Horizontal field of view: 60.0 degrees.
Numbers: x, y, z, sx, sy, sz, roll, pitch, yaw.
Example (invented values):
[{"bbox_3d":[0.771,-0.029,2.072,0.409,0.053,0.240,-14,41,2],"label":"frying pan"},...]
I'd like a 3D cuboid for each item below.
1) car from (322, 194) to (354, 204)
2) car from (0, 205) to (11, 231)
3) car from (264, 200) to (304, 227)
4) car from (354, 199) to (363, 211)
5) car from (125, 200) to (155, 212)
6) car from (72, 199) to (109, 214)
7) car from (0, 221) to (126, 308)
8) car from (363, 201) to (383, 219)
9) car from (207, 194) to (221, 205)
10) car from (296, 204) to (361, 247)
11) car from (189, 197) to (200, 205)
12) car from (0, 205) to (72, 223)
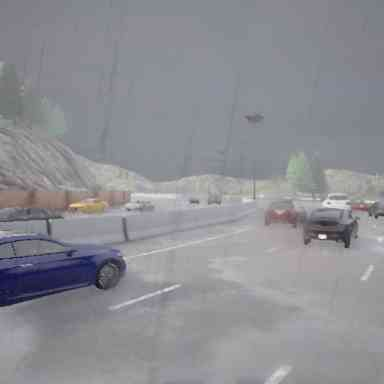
[{"bbox_3d":[14.186,1.216,32.892,2.150,2.045,5.566,0,0,18],"label":"car"},{"bbox_3d":[-12.717,1.525,18.169,1.812,1.442,4.674,0,0,36],"label":"car"},{"bbox_3d":[6.471,1.350,22.766,2.097,1.767,4.553,0,0,27],"label":"car"},{"bbox_3d":[19.300,1.560,39.051,1.994,1.385,4.181,0,0,12],"label":"car"},{"bbox_3d":[-6.007,1.599,38.946,1.895,1.301,4.718,0,0,17],"label":"car"},{"bbox_3d":[-10.936,1.476,35.558,1.882,1.535,5.008,0,0,21],"label":"car"},{"bbox_3d":[-3.547,1.526,6.916,1.812,1.442,4.674,0,0,39],"label":"car"},{"bbox_3d":[16.535,1.544,28.782,2.033,1.411,5.357,0,0,20],"label":"car"},{"bbox_3d":[3.887,1.323,58.783,2.150,2.045,5.566,0,0,-1],"label":"car"},{"bbox_3d":[6.399,1.503,15.196,1.837,1.490,4.892,0,0,31],"label":"car"},{"bbox_3d":[0.389,1.604,58.694,1.895,1.301,4.718,0,0,-1],"label":"car"},{"bbox_3d":[-9.071,1.504,17.266,1.837,1.490,4.892,1,0,35],"label":"car"}]
